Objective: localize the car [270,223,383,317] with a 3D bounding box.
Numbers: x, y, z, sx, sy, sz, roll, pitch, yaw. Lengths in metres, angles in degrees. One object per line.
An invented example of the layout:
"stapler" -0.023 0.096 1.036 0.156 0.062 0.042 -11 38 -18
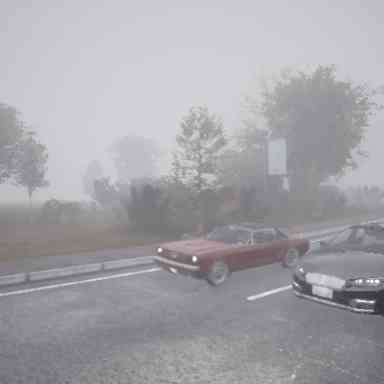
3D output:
"car" 4.192 1.488 7.413 4.902 1.511 2.128 0 0 -39

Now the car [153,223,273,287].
"car" 1.285 1.606 9.520 4.718 1.301 1.895 0 0 -39
